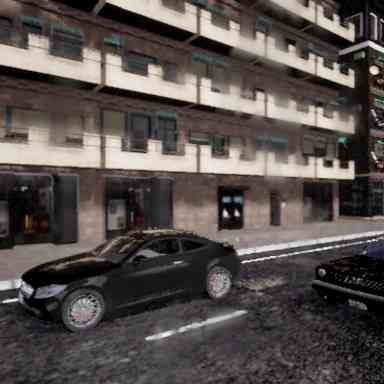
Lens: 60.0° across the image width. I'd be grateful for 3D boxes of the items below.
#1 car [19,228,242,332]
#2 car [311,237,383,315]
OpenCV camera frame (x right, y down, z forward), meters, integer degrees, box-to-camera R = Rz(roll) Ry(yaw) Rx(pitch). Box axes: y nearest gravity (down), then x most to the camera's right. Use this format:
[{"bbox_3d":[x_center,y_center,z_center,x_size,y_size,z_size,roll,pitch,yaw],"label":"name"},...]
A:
[{"bbox_3d":[-0.989,1.532,6.963,4.674,1.442,1.812,0,0,-35],"label":"car"},{"bbox_3d":[4.623,1.617,6.957,4.718,1.301,1.895,0,0,-35],"label":"car"}]
